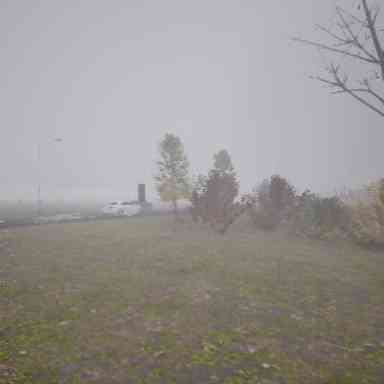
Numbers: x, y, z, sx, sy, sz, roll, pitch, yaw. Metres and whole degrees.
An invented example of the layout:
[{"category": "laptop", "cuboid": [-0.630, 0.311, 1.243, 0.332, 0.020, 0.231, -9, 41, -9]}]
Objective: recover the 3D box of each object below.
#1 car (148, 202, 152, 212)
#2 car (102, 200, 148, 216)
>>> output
[{"category": "car", "cuboid": [-6.820, 1.673, 39.829, 1.882, 1.535, 5.008, -1, -1, 31]}, {"category": "car", "cuboid": [-6.827, 1.609, 32.932, 1.812, 1.442, 4.674, -1, -1, 31]}]
